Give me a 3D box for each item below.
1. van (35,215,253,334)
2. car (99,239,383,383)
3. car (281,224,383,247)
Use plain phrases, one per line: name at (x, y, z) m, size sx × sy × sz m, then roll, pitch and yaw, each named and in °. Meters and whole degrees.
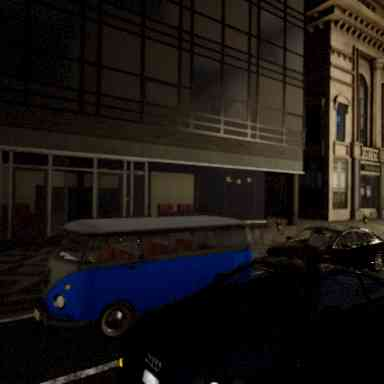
van at (-0.646, 1.373, 6.297) m, size 3.998 × 1.788 × 1.690 m, roll 1°, pitch 0°, yaw -36°
car at (1.240, 1.600, 4.260) m, size 4.181 × 1.385 × 1.994 m, roll 1°, pitch 0°, yaw -35°
car at (3.927, 1.641, 9.568) m, size 4.403 × 1.369 × 2.008 m, roll 1°, pitch 0°, yaw -36°
